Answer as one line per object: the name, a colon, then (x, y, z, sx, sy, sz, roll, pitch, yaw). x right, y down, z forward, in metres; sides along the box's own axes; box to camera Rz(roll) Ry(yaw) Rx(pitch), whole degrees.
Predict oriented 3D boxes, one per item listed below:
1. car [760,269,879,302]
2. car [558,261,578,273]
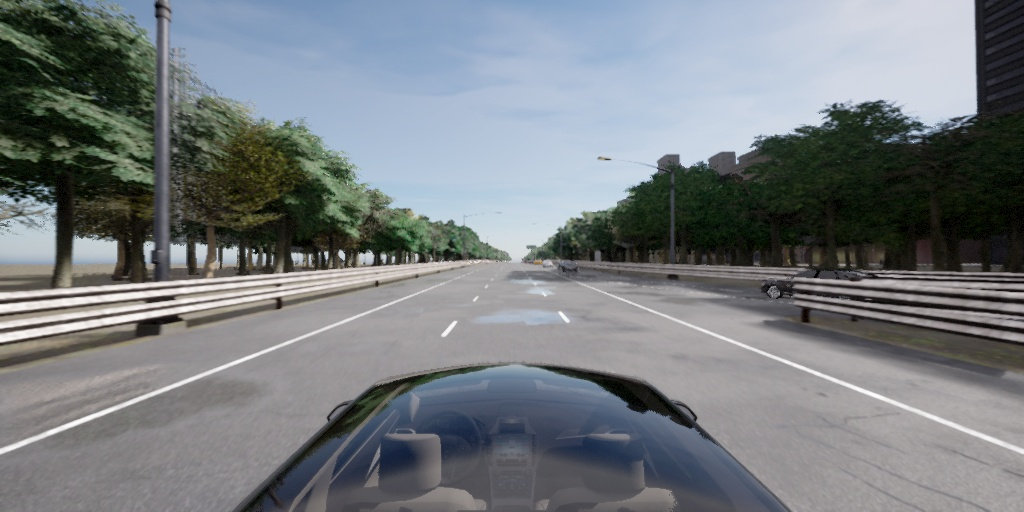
car: (13.979, 1.328, 16.219, 1.837, 1.490, 4.892, 0, 0, -20)
car: (7.249, 1.412, 46.966, 2.128, 1.511, 4.902, 0, 0, -3)
